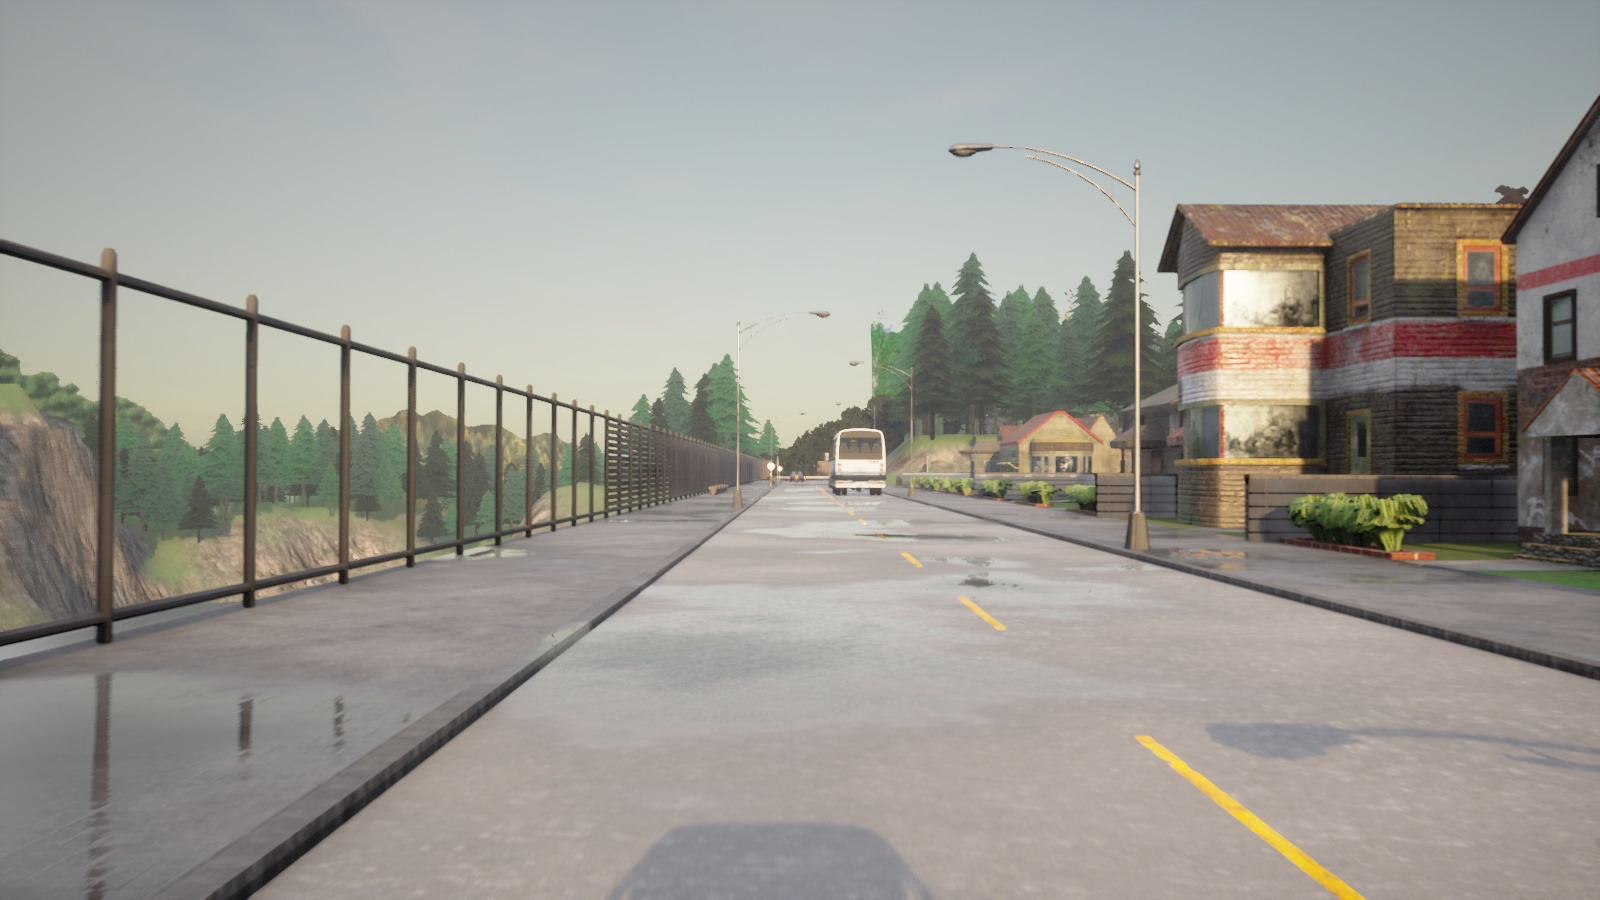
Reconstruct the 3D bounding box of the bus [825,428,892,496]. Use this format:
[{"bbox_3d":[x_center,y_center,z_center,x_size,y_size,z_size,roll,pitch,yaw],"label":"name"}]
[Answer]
[{"bbox_3d":[3.790,0.835,84.337,3.944,4.253,10.273,0,-1,0],"label":"bus"}]
